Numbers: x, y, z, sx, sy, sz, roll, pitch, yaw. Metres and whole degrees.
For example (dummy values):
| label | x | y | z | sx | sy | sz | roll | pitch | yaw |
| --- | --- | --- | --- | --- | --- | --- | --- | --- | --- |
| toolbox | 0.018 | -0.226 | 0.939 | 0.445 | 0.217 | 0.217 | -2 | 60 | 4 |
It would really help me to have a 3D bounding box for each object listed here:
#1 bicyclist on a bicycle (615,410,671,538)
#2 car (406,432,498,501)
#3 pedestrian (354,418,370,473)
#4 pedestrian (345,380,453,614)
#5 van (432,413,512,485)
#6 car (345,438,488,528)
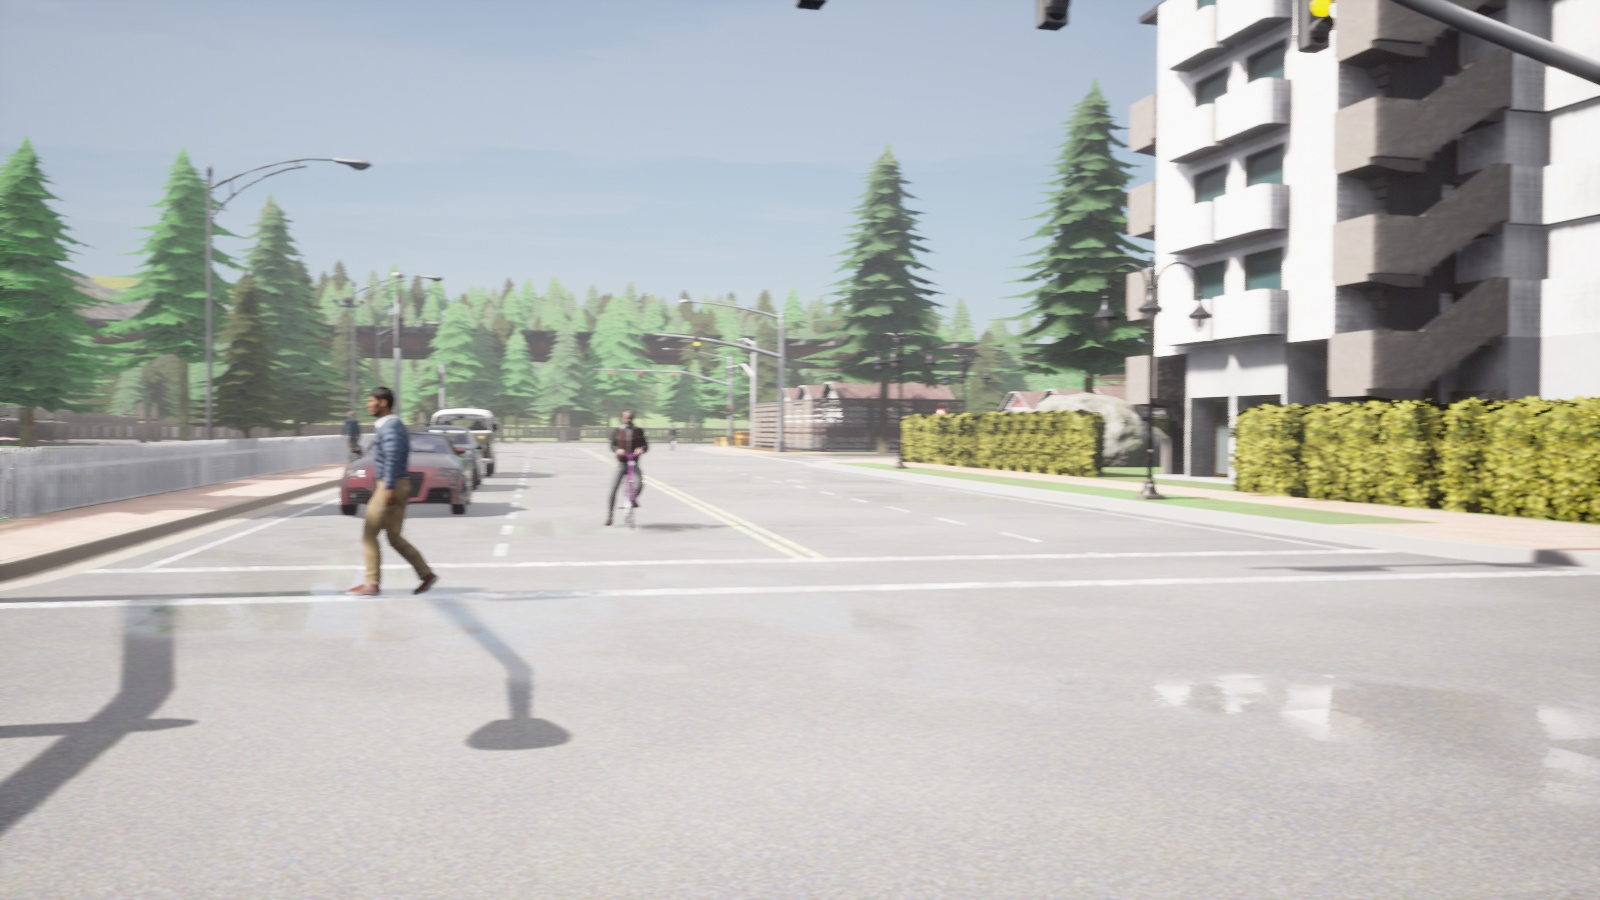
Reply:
| label | x | y | z | sx | sy | sz | roll | pitch | yaw |
| --- | --- | --- | --- | --- | --- | --- | --- | --- | --- |
| bicyclist on a bicycle | -2.320 | 0.324 | 18.435 | 0.659 | 1.776 | 1.843 | -1 | 1 | -11 |
| car | -8.232 | 0.341 | 29.999 | 1.845 | 1.501 | 3.633 | -1 | 1 | -11 |
| pedestrian | -14.962 | -0.153 | 42.925 | 0.402 | 1.842 | 0.726 | -1 | 1 | -11 |
| pedestrian | -3.415 | 0.386 | 10.733 | 0.788 | 1.949 | 0.423 | -1 | 1 | -9 |
| van | -9.869 | -0.063 | 38.062 | 2.069 | 2.038 | 4.480 | -1 | 1 | -11 |
| car | -6.655 | 0.502 | 22.215 | 1.994 | 1.385 | 4.181 | -1 | 1 | -11 |
